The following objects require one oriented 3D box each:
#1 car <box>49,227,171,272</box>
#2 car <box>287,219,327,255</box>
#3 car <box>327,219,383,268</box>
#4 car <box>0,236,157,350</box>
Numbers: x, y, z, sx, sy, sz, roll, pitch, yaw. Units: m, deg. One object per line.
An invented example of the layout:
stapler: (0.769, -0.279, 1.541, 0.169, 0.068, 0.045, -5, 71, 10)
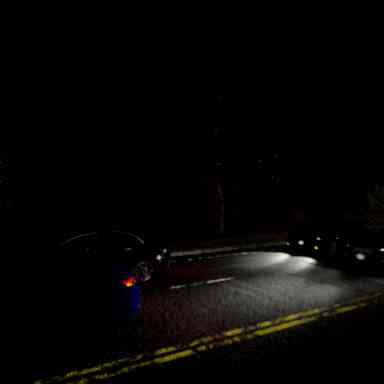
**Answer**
car: (-2.954, 1.753, 9.122, 4.892, 1.490, 1.837, 1, -2, -30)
car: (6.123, 1.871, 14.477, 4.181, 1.385, 1.994, 0, -2, -31)
car: (7.223, 1.716, 11.345, 4.902, 1.511, 2.128, 0, -2, -30)
car: (-3.119, 1.681, 5.257, 4.674, 1.442, 1.812, 1, -2, -30)
